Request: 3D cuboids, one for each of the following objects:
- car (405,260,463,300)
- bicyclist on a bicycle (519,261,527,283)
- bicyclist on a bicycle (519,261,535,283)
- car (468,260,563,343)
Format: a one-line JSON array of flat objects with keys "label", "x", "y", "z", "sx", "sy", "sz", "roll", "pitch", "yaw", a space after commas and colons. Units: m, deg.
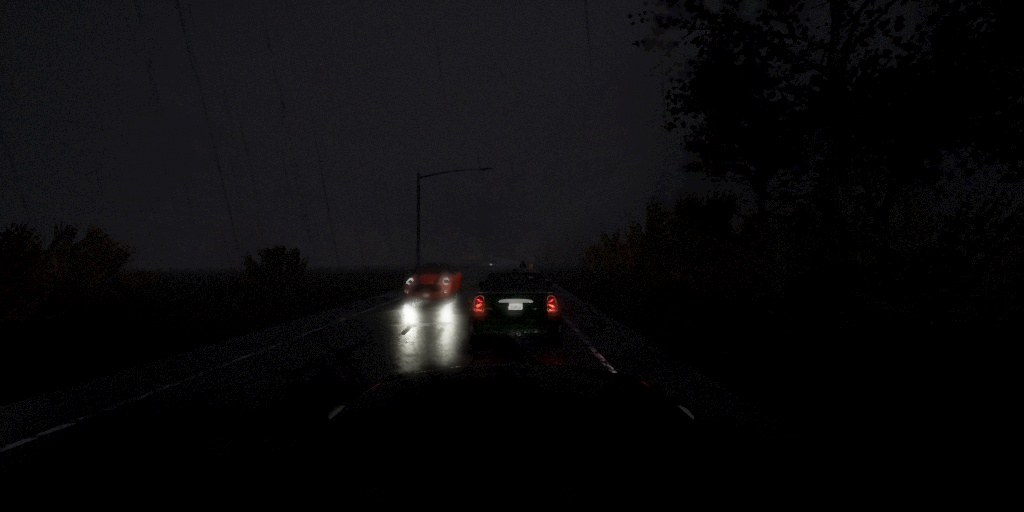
[{"label": "car", "x": -3.662, "y": 1.096, "z": 17.480, "sx": 2.097, "sy": 1.767, "sz": 4.553, "roll": 0, "pitch": 0, "yaw": 0}, {"label": "bicyclist on a bicycle", "x": 0.842, "y": 1.193, "z": 27.244, "sx": 0.582, "sy": 1.620, "sz": 1.656, "roll": 0, "pitch": 0, "yaw": 0}, {"label": "bicyclist on a bicycle", "x": 0.905, "y": 1.181, "z": 17.127, "sx": 0.866, "sy": 1.612, "sz": 1.509, "roll": 0, "pitch": 0, "yaw": 0}, {"label": "car", "x": 0.073, "y": 1.099, "z": 9.783, "sx": 2.097, "sy": 1.767, "sz": 4.553, "roll": 0, "pitch": 0, "yaw": 0}]
